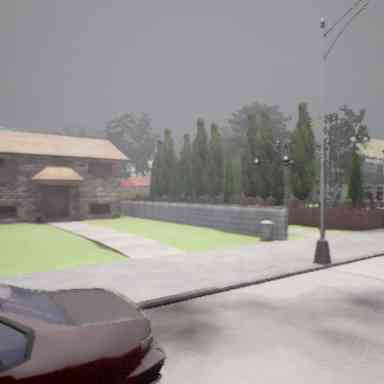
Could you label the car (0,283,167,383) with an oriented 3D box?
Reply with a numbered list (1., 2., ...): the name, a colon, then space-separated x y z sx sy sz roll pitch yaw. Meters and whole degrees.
1. car: -2.844 1.546 2.578 5.357 1.411 2.033 0 0 -35
